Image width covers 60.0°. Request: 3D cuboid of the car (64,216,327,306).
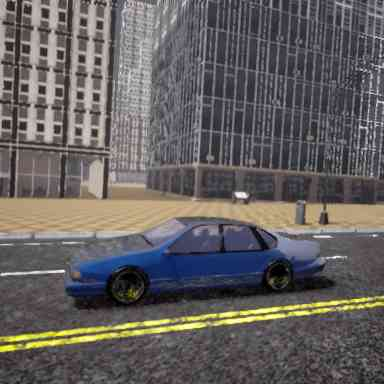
[{"bbox_3d":[0.192,1.243,6.993,5.357,1.411,2.033,2,2,-20],"label":"car"}]
